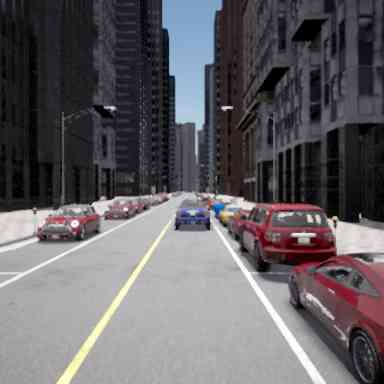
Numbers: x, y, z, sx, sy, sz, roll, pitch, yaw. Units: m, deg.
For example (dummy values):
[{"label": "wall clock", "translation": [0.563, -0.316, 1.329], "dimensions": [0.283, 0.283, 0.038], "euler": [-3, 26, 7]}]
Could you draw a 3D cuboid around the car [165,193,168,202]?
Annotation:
[{"label": "car", "translation": [-5.926, 1.290, 60.935], "dimensions": [1.887, 1.381, 4.507], "euler": [0, 0, 0]}]

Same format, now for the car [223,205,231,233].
[{"label": "car", "translation": [2.723, 1.509, 16.160], "dimensions": [1.802, 1.307, 4.206], "euler": [0, 0, 0]}]

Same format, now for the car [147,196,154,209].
[{"label": "car", "translation": [-5.864, 1.403, 38.528], "dimensions": [1.947, 1.339, 4.313], "euler": [0, 0, 0]}]

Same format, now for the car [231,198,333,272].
[{"label": "car", "translation": [2.740, 1.266, 10.557], "dimensions": [2.192, 1.841, 5.009], "euler": [0, 0, 0]}]

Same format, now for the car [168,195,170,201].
[{"label": "car", "translation": [-5.941, 1.038, 66.536], "dimensions": [2.192, 1.841, 5.009], "euler": [0, 0, 0]}]

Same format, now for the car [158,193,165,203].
[{"label": "car", "translation": [-5.910, 1.294, 55.163], "dimensions": [1.752, 1.417, 4.829], "euler": [0, 0, 0]}]

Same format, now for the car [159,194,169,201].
[{"label": "car", "translation": [-5.957, 1.226, 71.968], "dimensions": [1.752, 1.417, 4.829], "euler": [0, 0, 0]}]

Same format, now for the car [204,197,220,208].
[{"label": "car", "translation": [2.646, 1.390, 44.170], "dimensions": [1.802, 1.307, 4.206], "euler": [0, 0, 0]}]

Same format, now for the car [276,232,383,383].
[{"label": "car", "translation": [2.755, 1.558, 4.956], "dimensions": [1.802, 1.307, 4.206], "euler": [0, 0, 0]}]

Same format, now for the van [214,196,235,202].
[{"label": "van", "translation": [2.693, 1.220, 27.363], "dimensions": [1.690, 1.788, 3.998], "euler": [0, 0, 0]}]

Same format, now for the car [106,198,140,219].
[{"label": "car", "translation": [-5.832, 1.324, 27.325], "dimensions": [1.967, 1.590, 4.097], "euler": [0, 0, 0]}]

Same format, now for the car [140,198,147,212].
[{"label": "car", "translation": [-5.848, 1.442, 32.926], "dimensions": [1.802, 1.307, 4.206], "euler": [0, 0, 0]}]

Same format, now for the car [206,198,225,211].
[{"label": "car", "translation": [2.661, 1.413, 38.569], "dimensions": [1.802, 1.307, 4.206], "euler": [0, 0, 0]}]

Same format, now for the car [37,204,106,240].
[{"label": "car", "translation": [-5.801, 1.372, 16.122], "dimensions": [1.967, 1.590, 4.097], "euler": [0, 0, 0]}]

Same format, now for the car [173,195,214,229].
[{"label": "car", "translation": [0.040, 1.258, 21.128], "dimensions": [2.097, 1.767, 4.553], "euler": [0, 0, 0]}]

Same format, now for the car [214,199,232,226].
[{"label": "car", "translation": [2.708, 1.427, 21.932], "dimensions": [1.752, 1.417, 4.829], "euler": [0, 0, 0]}]

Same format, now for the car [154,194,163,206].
[{"label": "car", "translation": [-5.895, 1.341, 49.731], "dimensions": [2.008, 1.369, 4.403], "euler": [0, 0, 0]}]
